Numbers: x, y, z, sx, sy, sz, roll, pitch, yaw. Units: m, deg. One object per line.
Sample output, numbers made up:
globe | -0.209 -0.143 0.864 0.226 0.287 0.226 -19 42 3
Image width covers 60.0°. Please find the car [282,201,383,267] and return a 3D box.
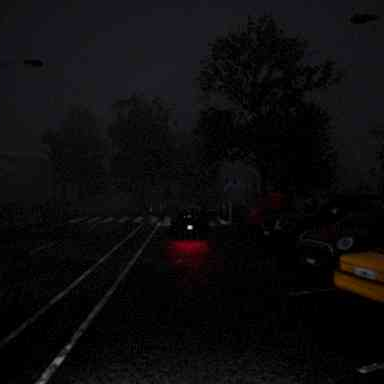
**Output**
car | 5.289 1.278 9.721 4.553 1.767 2.185 0 1 -21

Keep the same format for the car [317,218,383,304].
car | 5.467 1.440 6.817 5.366 1.575 1.946 1 0 -21

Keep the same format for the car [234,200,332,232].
car | 5.075 1.271 18.628 4.892 1.521 2.231 0 1 -22

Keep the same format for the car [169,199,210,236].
car | -0.142 1.303 17.180 1.837 1.490 4.892 0 0 -1

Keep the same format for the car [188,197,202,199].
car | 0.335 1.155 31.856 1.994 1.385 4.181 1 1 7

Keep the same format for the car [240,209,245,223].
car | 5.179 1.064 15.666 5.566 2.045 2.435 0 1 -21

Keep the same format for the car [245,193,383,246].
car | 5.188 1.108 12.664 5.566 2.045 2.435 0 1 -21
